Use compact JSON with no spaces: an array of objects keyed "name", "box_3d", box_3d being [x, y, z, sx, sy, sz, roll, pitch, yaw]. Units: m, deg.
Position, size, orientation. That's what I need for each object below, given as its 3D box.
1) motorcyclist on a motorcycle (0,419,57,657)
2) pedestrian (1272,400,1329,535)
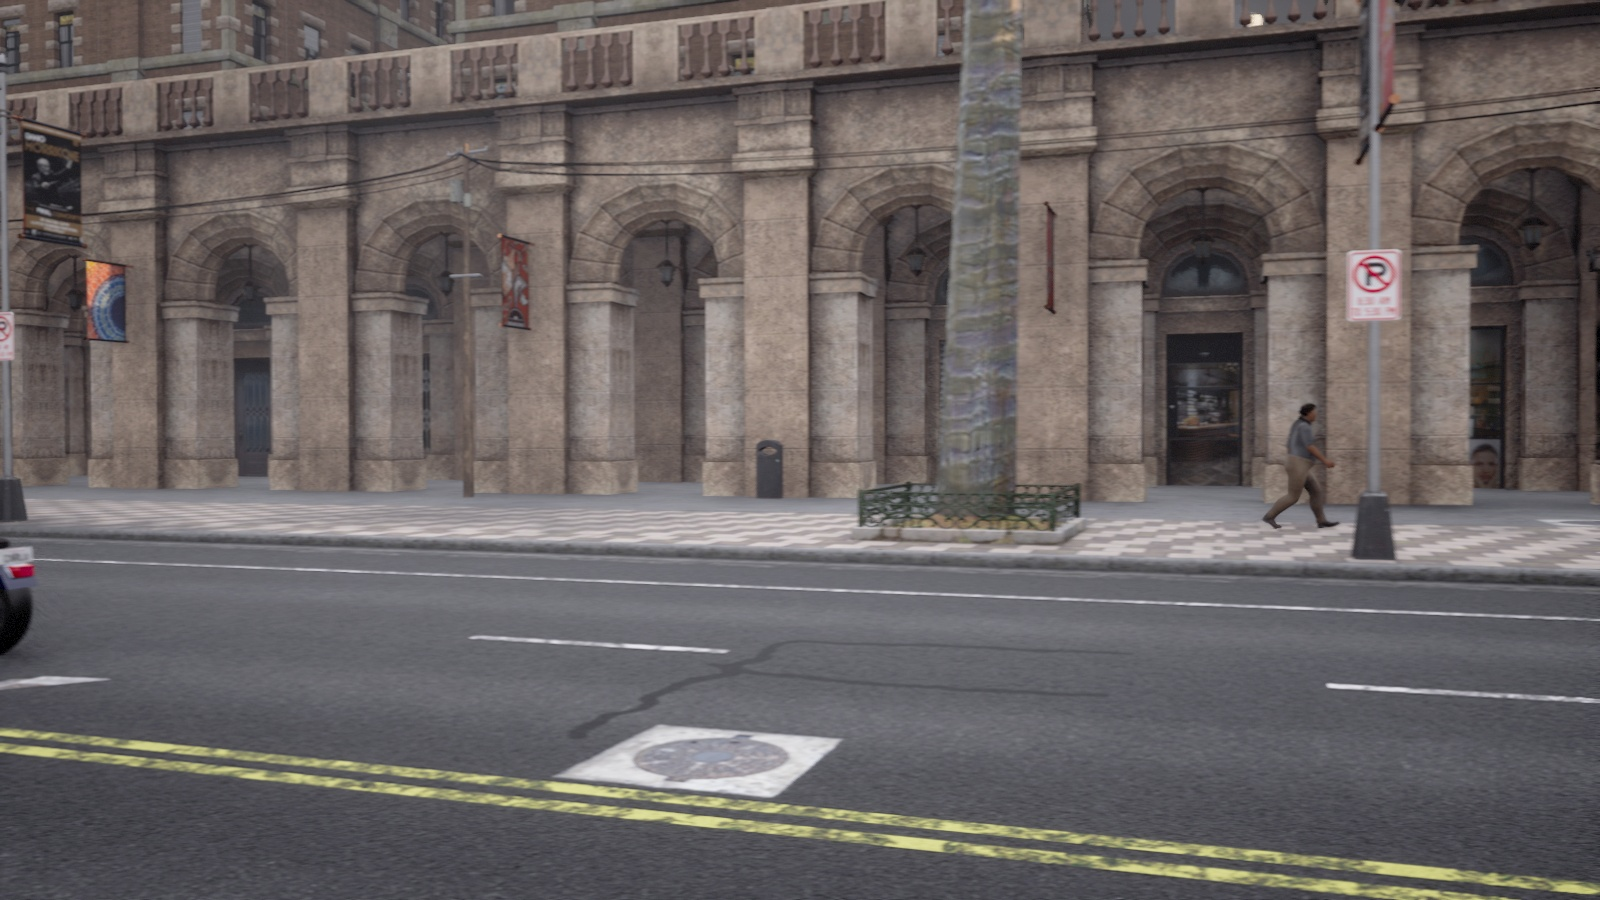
[{"name":"motorcyclist on a motorcycle","box_3d":[-6.637,0.606,9.126,2.350,1.649,0.766,0,1,19]},{"name":"pedestrian","box_3d":[6.970,0.229,17.507,0.694,1.848,0.540,1,1,18]}]
